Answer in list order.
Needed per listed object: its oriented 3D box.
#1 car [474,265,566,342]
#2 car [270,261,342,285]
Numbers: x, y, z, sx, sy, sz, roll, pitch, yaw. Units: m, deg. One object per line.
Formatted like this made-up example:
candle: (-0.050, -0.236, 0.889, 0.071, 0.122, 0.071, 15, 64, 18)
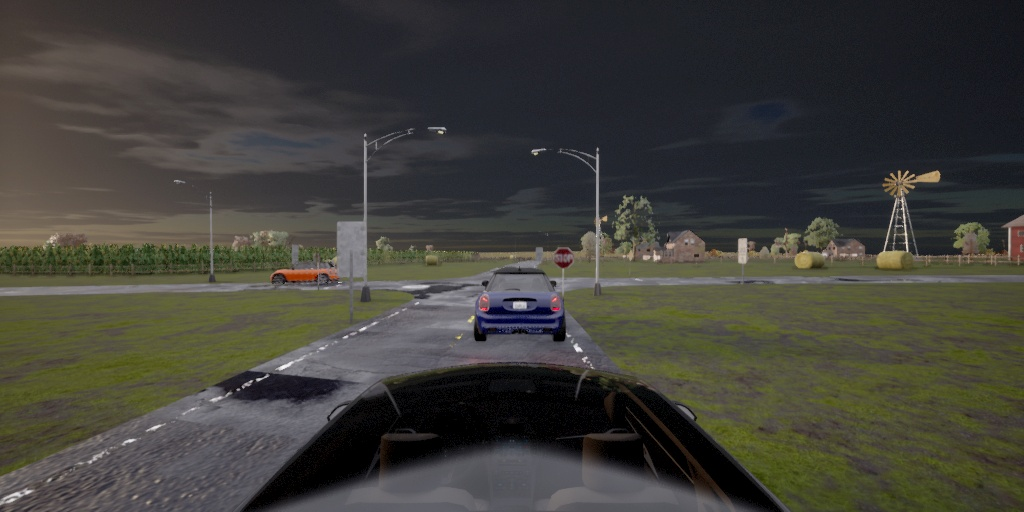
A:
car: (0.196, 1.098, 9.959, 2.097, 1.767, 4.553, 0, 0, 1)
car: (-15.326, 1.213, 26.742, 4.553, 1.767, 2.097, -1, 1, -3)
